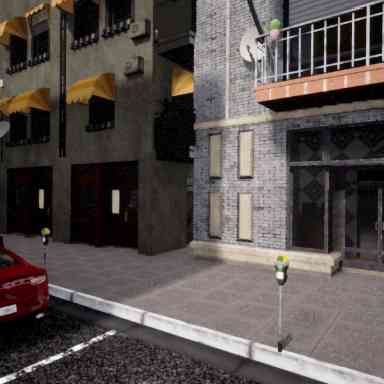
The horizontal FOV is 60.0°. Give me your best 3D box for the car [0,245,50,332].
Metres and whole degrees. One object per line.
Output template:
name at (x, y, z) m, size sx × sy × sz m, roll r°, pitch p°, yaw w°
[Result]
car at (-4.421, 1.544, 6.028) m, size 4.507 × 1.381 × 1.887 m, roll 0°, pitch 1°, yaw 36°
